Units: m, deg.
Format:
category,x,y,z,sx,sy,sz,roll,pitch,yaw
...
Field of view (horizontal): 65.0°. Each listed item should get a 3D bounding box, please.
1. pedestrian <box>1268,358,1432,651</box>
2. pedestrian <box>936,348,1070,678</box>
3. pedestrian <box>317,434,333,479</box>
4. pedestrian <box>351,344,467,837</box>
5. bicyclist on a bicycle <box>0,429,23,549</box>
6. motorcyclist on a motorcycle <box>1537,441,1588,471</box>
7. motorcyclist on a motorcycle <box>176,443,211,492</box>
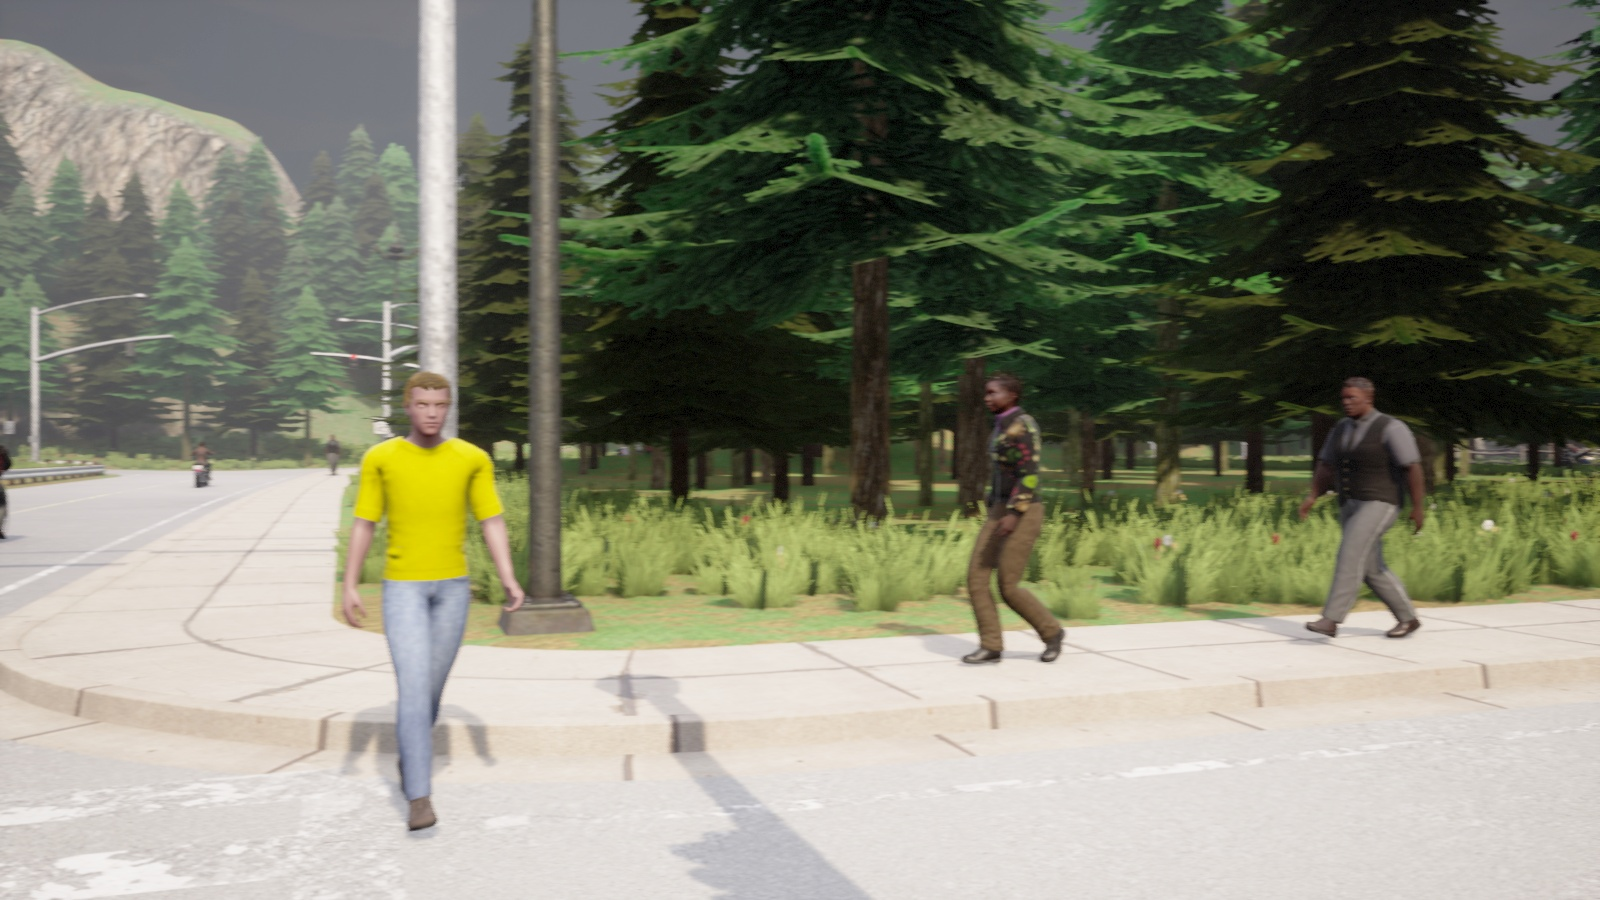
category,x,y,z,sx,sy,sz,roll,pitch,yaw
pedestrian,3.704,0.349,8.473,0.849,1.883,0.563,0,0,-19
pedestrian,1.234,0.365,7.639,0.692,1.930,0.395,0,0,-20
pedestrian,-20.055,0.255,53.059,0.563,1.883,0.849,0,0,-17
pedestrian,-1.591,0.523,5.074,0.354,1.836,0.706,0,0,-24
bicyclist on a bicycle,-12.292,0.571,18.876,0.659,1.776,1.843,0,0,-20
motorcyclist on a motorcycle,39.259,0.289,64.680,0.866,1.530,2.191,0,0,-18
motorcyclist on a motorcycle,-21.002,0.589,43.538,0.766,1.649,2.350,0,0,-18
